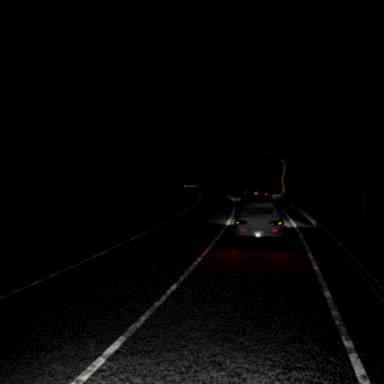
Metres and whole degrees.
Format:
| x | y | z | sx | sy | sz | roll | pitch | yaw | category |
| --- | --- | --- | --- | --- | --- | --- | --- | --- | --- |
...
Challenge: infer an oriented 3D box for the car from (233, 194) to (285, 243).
| x | y | z | sx | sy | sz | roll | pitch | yaw | category |
| --- | --- | --- | --- | --- | --- | --- | --- | --- | --- |
| 2.741 | 1.062 | 13.445 | 1.812 | 1.442 | 4.674 | 0 | 3 | 13 | car |

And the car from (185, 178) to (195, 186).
| x | y | z | sx | sy | sz | roll | pitch | yaw | category |
| --- | --- | --- | --- | --- | --- | --- | --- | --- | --- |
| -0.747 | -2.233 | 69.372 | 2.097 | 1.767 | 4.553 | 1 | 3 | -12 | car |

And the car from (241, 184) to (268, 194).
| x | y | z | sx | sy | sz | roll | pitch | yaw | category |
| --- | --- | --- | --- | --- | --- | --- | --- | --- | --- |
| 5.237 | 0.074 | 28.175 | 2.097 | 1.767 | 4.553 | 1 | 3 | 6 | car |
